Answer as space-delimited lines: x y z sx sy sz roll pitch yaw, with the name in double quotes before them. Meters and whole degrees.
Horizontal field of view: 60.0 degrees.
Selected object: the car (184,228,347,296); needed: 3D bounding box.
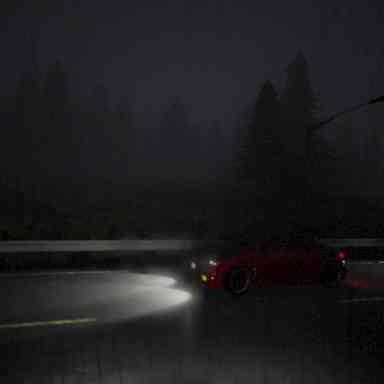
"car" 1.921 1.686 8.791 4.181 1.385 1.994 2 0 -19
